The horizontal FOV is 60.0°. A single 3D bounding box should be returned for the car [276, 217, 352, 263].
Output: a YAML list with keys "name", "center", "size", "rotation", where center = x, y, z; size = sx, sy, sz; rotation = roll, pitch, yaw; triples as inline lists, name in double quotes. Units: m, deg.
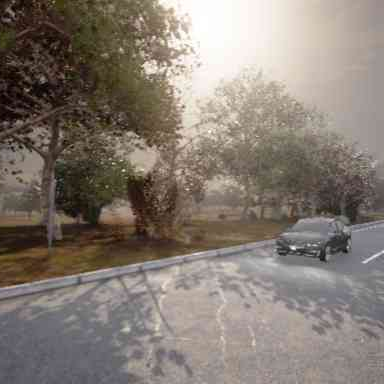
- name: "car"
  center: [5.162, 1.837, 13.740]
  size: [1.837, 1.490, 4.892]
  rotation: [2, -1, 39]
